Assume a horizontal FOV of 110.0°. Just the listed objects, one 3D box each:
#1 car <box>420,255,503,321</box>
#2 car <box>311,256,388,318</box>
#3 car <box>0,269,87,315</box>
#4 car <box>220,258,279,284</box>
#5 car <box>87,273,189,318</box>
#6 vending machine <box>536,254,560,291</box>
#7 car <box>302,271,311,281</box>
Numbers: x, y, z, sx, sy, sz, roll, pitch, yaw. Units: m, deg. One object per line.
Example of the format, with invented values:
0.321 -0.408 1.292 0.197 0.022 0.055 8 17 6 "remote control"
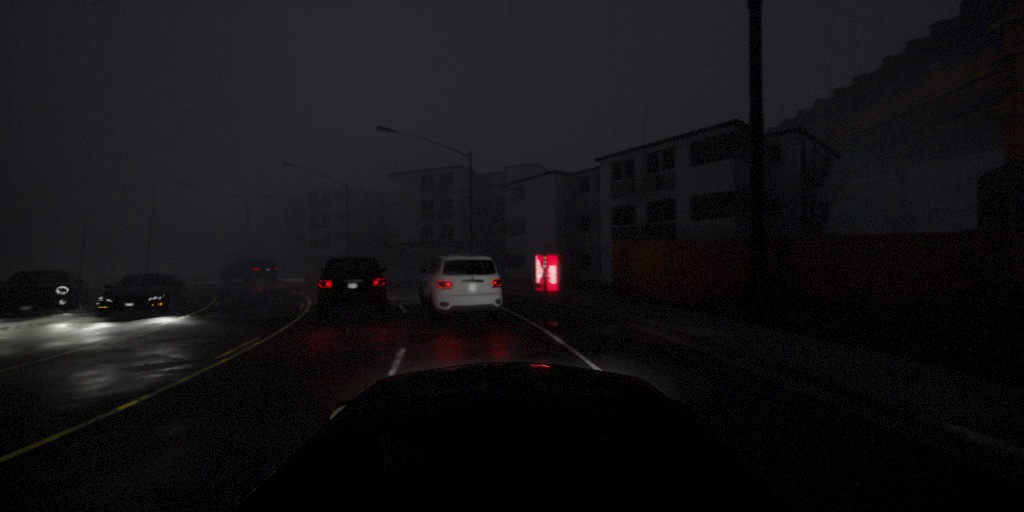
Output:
-2.011 0.982 12.961 2.150 2.045 5.566 0 0 -19 "car"
-6.023 1.036 13.720 2.150 2.045 5.566 0 0 -23 "car"
-19.334 1.348 14.788 2.097 1.767 4.553 -1 0 -43 "car"
-22.207 1.232 30.367 5.566 2.045 2.150 -1 0 27 "car"
-14.411 1.434 14.263 1.837 1.490 4.892 0 -1 -34 "car"
1.885 0.893 18.935 1.100 2.100 0.880 0 0 -26 "vending machine"
-16.076 1.527 30.863 4.718 1.301 1.895 -1 0 34 "car"
